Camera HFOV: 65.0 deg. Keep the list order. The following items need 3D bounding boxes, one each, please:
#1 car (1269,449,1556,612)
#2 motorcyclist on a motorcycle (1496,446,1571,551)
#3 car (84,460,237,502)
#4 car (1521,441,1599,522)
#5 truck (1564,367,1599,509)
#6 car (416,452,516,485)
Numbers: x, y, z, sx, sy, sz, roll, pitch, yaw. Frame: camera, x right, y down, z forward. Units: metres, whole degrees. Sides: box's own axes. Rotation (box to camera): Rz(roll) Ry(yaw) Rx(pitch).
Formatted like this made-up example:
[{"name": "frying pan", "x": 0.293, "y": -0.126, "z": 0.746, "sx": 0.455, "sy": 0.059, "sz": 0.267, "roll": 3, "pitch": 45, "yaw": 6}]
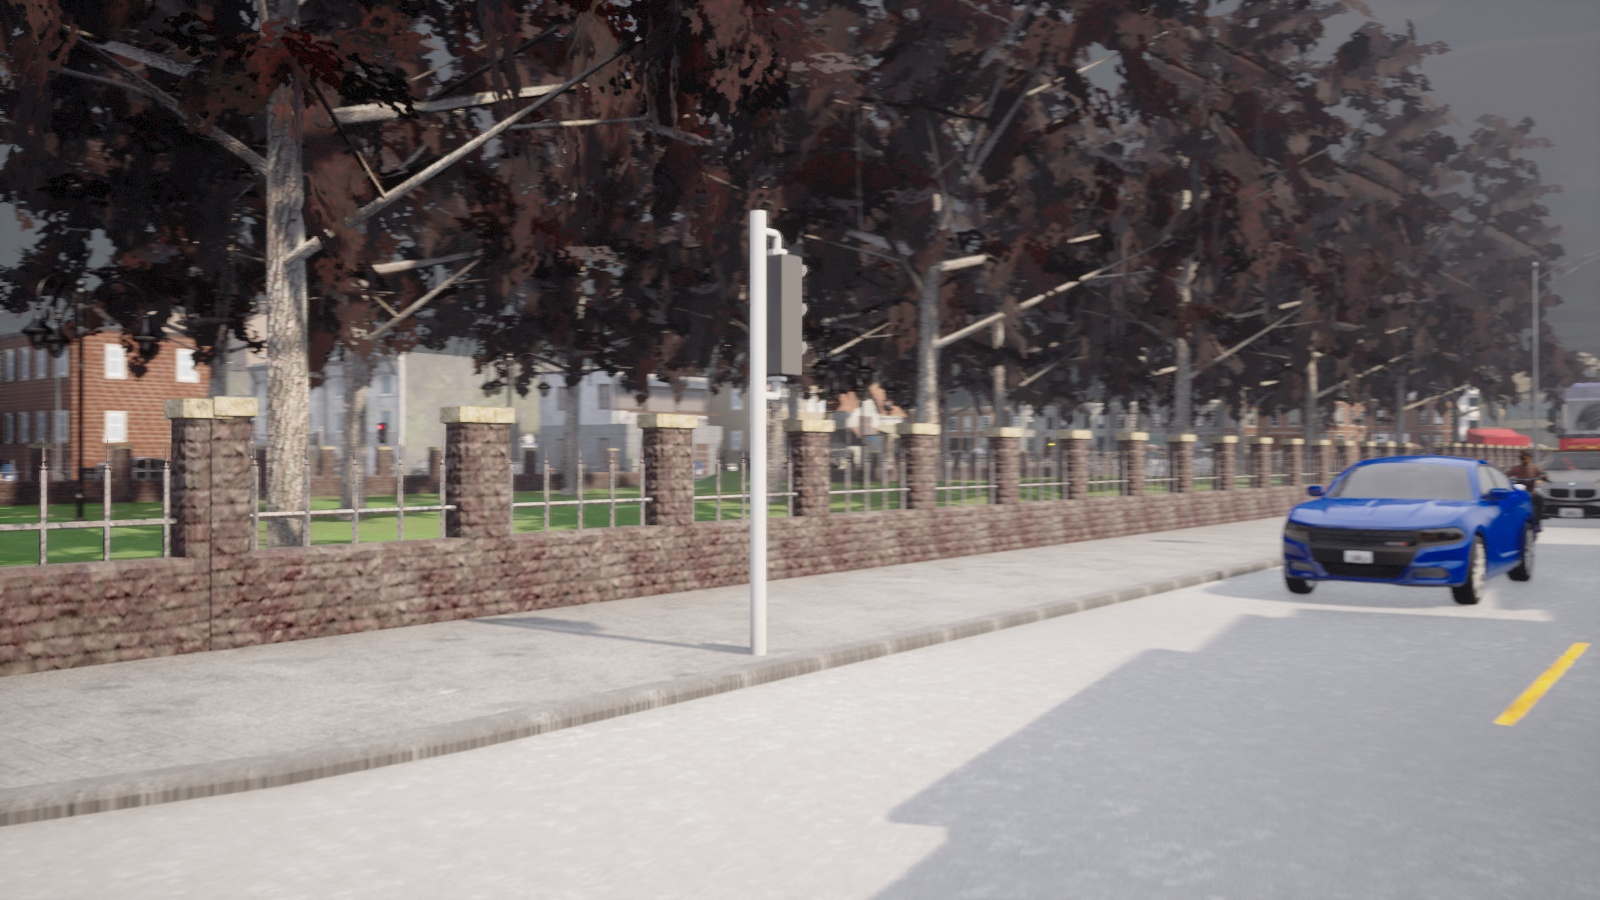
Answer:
[{"name": "car", "x": 7.158, "y": 0.771, "z": 14.357, "sx": 1.882, "sy": 1.535, "sz": 5.008, "roll": -1, "pitch": 0, "yaw": 39}, {"name": "motorcyclist on a motorcycle", "x": 12.202, "y": 0.756, "z": 20.851, "sx": 0.766, "sy": 1.649, "sz": 2.350, "roll": 0, "pitch": 0, "yaw": 38}, {"name": "car", "x": -24.202, "y": 1.119, "z": 47.697, "sx": 1.837, "sy": 1.490, "sz": 4.892, "roll": 0, "pitch": 0, "yaw": 35}, {"name": "car", "x": 17.657, "y": 0.664, "z": 27.846, "sx": 2.242, "sy": 1.667, "sz": 4.611, "roll": 0, "pitch": 0, "yaw": 38}, {"name": "truck", "x": 24.733, "y": -0.327, "z": 36.937, "sx": 2.891, "sy": 3.827, "sz": 8.468, "roll": 0, "pitch": 0, "yaw": 38}, {"name": "car", "x": -17.742, "y": 0.967, "z": 66.645, "sx": 5.027, "sy": 1.651, "sz": 2.152, "roll": 0, "pitch": 0, "yaw": 28}]
